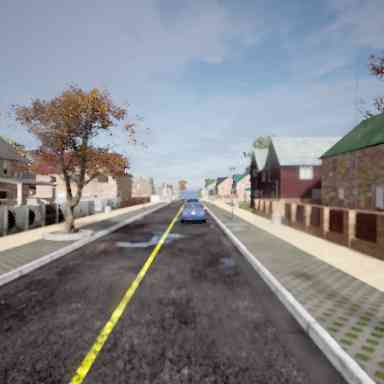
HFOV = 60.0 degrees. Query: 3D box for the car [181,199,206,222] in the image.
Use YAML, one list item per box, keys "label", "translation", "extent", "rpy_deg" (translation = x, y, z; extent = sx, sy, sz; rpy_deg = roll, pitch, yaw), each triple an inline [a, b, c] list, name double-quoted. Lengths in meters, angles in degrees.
- label: "car"
  translation: [0.095, 1.539, 25.961]
  extent: [2.033, 1.411, 5.357]
  rpy_deg: [0, 0, 0]
